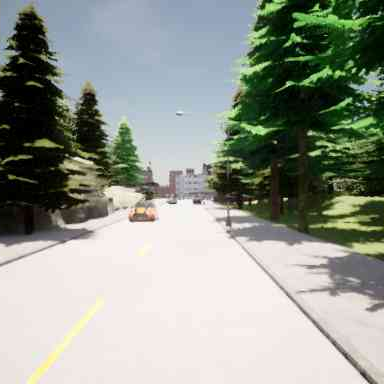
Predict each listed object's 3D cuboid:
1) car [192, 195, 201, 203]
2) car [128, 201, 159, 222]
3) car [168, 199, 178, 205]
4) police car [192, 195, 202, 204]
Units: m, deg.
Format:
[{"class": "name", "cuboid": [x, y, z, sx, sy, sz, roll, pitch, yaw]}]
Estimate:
[{"class": "car", "cuboid": [1.127, 1.784, 85.554, 2.150, 2.045, 5.566, -3, 0, 0]}, {"class": "car", "cuboid": [-4.079, 1.555, 28.507, 2.097, 1.767, 4.553, 0, 0, 0]}, {"class": "car", "cuboid": [-3.999, 2.163, 71.099, 2.033, 1.411, 5.357, 0, 0, 0]}, {"class": "police car", "cuboid": [1.199, 1.965, 75.632, 1.930, 1.638, 5.238, 0, 0, 0]}]
